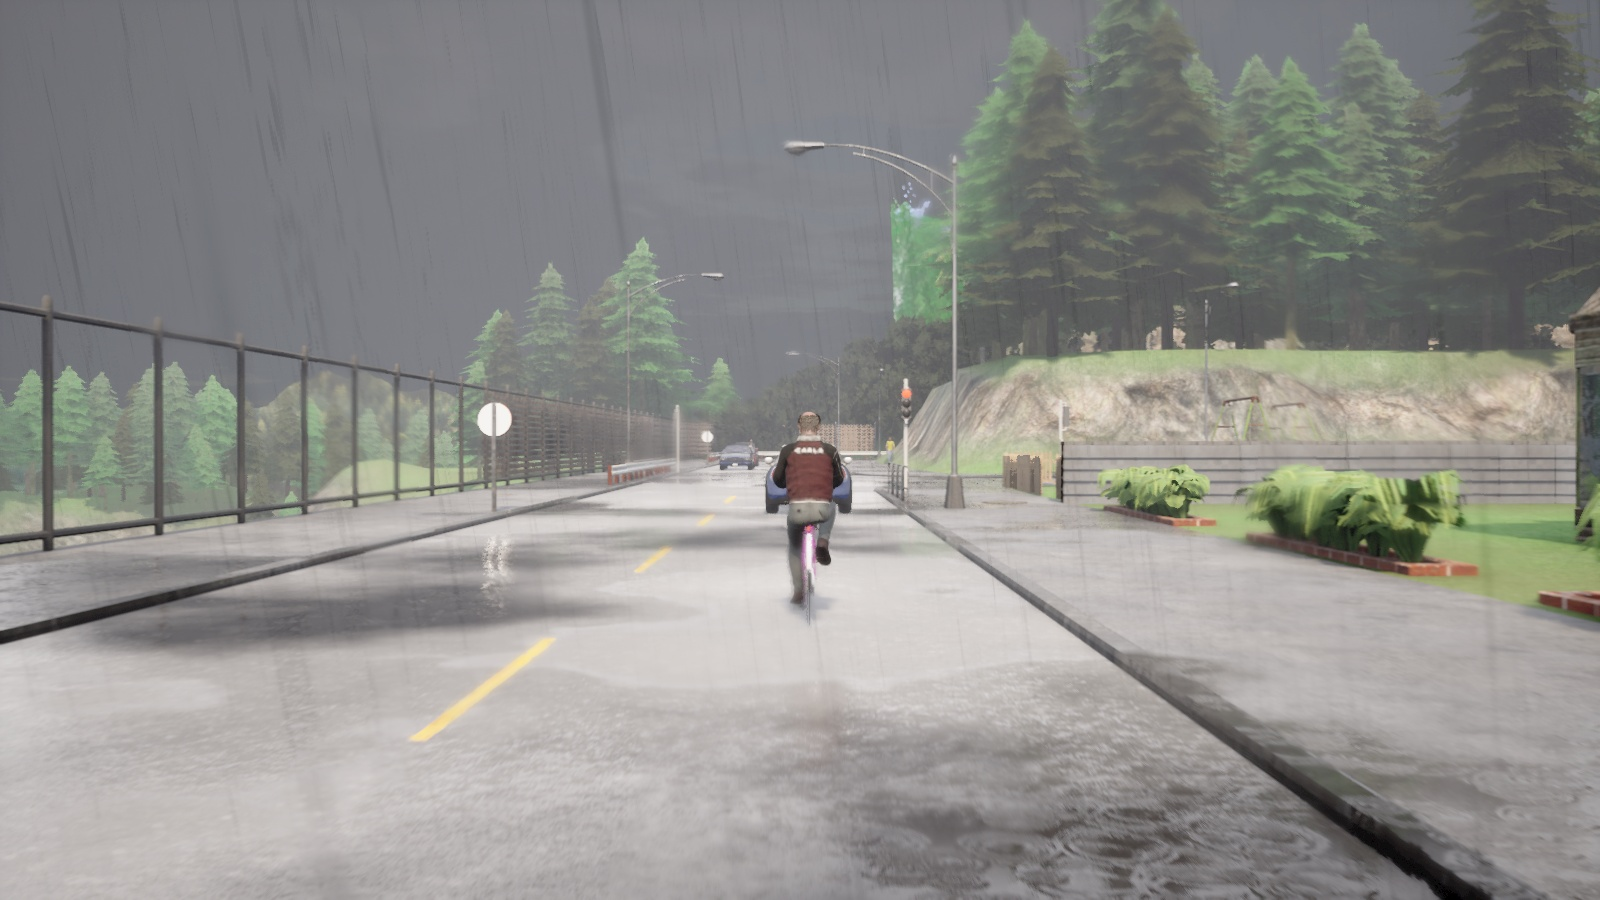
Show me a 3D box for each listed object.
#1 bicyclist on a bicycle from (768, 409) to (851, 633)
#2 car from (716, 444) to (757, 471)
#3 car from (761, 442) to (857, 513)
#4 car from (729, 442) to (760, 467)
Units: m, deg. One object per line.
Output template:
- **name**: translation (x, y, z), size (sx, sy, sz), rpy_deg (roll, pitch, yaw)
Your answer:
- **bicyclist on a bicycle**: translation (0.081, 0.556, 10.897), size (0.659, 1.776, 1.843), rpy_deg (0, 1, 0)
- **car**: translation (-3.520, 0.392, 70.788), size (2.033, 1.411, 5.357), rpy_deg (0, 0, 0)
- **car**: translation (0.184, 0.556, 27.751), size (1.970, 1.475, 3.806), rpy_deg (0, 0, 0)
- **car**: translation (-3.500, 0.273, 79.649), size (1.789, 1.549, 3.705), rpy_deg (0, 0, 0)
